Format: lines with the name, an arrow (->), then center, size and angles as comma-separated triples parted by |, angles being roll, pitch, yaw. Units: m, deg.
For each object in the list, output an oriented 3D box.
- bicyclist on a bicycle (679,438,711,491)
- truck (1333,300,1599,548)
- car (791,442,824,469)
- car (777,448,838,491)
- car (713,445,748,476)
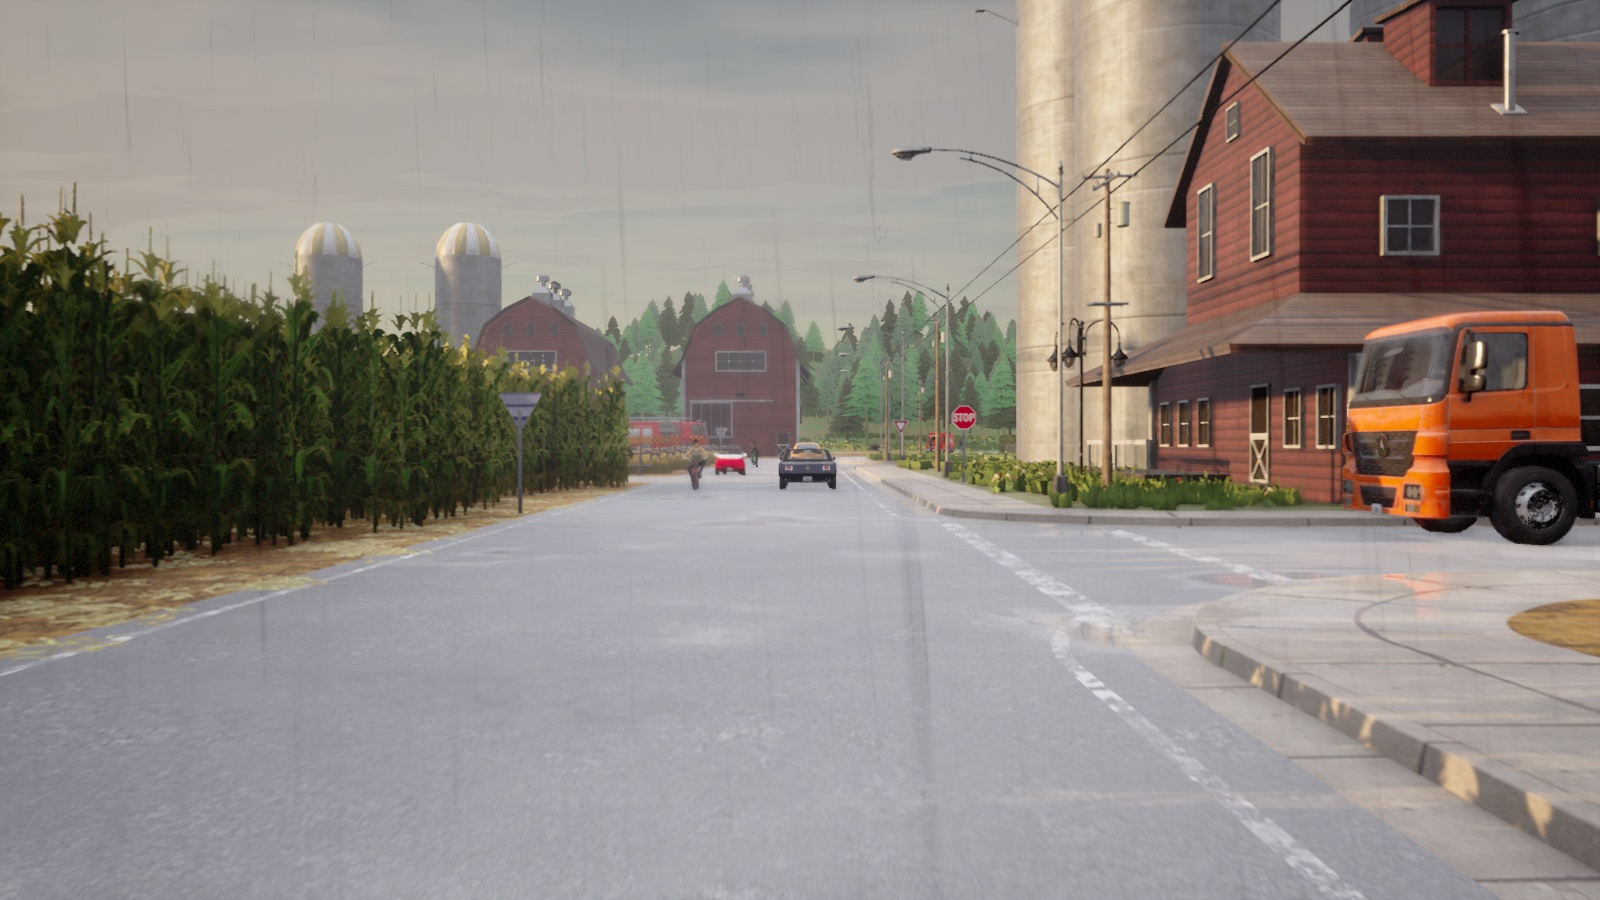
bicyclist on a bicycle -> -3.255, 0.448, 39.123 | 0.866, 1.612, 1.509 | 0, 0, 1
truck -> 12.641, -0.365, 18.969 | 7.936, 3.462, 2.891 | 0, 0, -1
car -> 0.426, 0.294, 72.442 | 1.882, 1.535, 5.008 | 0, 0, 0
car -> 0.250, 0.601, 41.329 | 1.895, 1.301, 4.718 | 0, 0, 0
car -> -3.159, 0.457, 57.466 | 1.481, 1.376, 2.207 | 0, 0, 0
